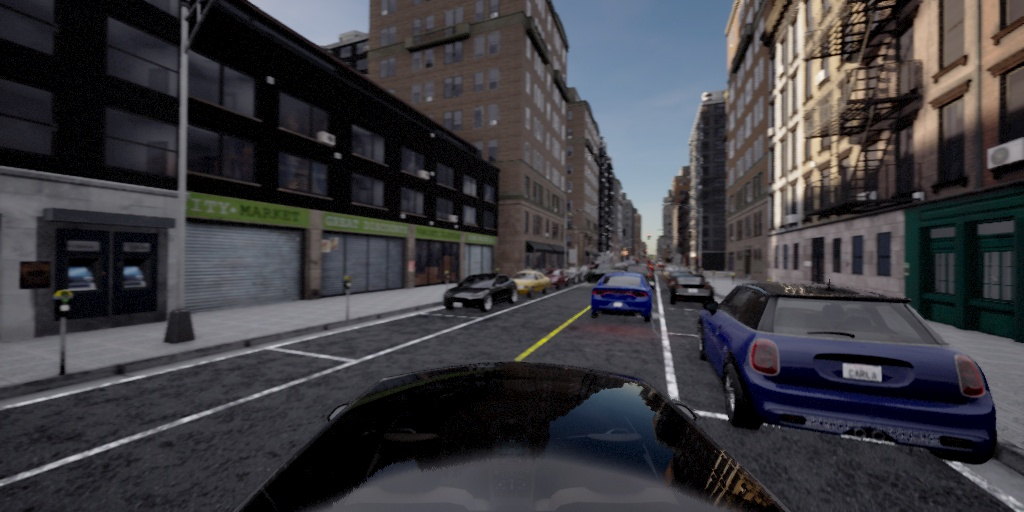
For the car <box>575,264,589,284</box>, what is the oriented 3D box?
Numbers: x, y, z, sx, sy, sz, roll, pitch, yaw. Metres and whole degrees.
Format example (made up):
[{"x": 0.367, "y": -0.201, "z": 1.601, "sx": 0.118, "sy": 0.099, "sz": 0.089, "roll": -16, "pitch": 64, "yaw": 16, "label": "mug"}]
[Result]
[{"x": 4.825, "y": 1.543, "z": 29.920, "sx": 2.007, "sy": 1.370, "sz": 4.403, "roll": 0, "pitch": 0, "yaw": 22, "label": "car"}]

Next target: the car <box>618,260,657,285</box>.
[{"x": 9.017, "y": 1.361, "z": 25.579, "sx": 2.097, "sy": 1.767, "sz": 4.553, "roll": 0, "pitch": -1, "yaw": 22, "label": "car"}]

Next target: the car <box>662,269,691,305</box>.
[{"x": 8.313, "y": 1.510, "z": 16.896, "sx": 1.948, "sy": 1.339, "sz": 4.313, "roll": 0, "pitch": 0, "yaw": 22, "label": "car"}]

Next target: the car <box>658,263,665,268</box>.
[{"x": 14.335, "y": 1.632, "z": 32.159, "sx": 1.751, "sy": 1.417, "sz": 4.829, "roll": 0, "pitch": 0, "yaw": 22, "label": "car"}]

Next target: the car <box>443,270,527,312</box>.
[{"x": -1.135, "y": 1.393, "z": 14.816, "sx": 1.948, "sy": 1.339, "sz": 4.313, "roll": 0, "pitch": 0, "yaw": 22, "label": "car"}]

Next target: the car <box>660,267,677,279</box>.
[{"x": 10.299, "y": 1.565, "z": 21.931, "sx": 1.948, "sy": 1.339, "sz": 4.313, "roll": 0, "pitch": 0, "yaw": 22, "label": "car"}]

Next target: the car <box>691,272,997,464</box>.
[{"x": 4.188, "y": 1.174, "z": 5.470, "sx": 2.097, "sy": 1.767, "sz": 4.553, "roll": 0, "pitch": 0, "yaw": 22, "label": "car"}]

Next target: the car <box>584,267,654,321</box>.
[{"x": 4.154, "y": 1.351, "z": 13.260, "sx": 1.882, "sy": 1.535, "sz": 5.008, "roll": 0, "pitch": 0, "yaw": 22, "label": "car"}]

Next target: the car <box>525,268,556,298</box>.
[{"x": 0.789, "y": 1.409, "z": 19.692, "sx": 1.751, "sy": 1.417, "sz": 4.829, "roll": 0, "pitch": 0, "yaw": 22, "label": "car"}]

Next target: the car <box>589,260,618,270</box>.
[{"x": 7.701, "y": 1.377, "z": 30.251, "sx": 2.097, "sy": 1.767, "sz": 4.553, "roll": 0, "pitch": 0, "yaw": 22, "label": "car"}]

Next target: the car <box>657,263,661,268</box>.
[{"x": 16.259, "y": 1.741, "z": 37.035, "sx": 1.802, "sy": 1.307, "sz": 4.207, "roll": 0, "pitch": 0, "yaw": 22, "label": "car"}]

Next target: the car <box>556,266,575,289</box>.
[{"x": 2.838, "y": 1.521, "z": 24.885, "sx": 1.802, "sy": 1.307, "sz": 4.207, "roll": 0, "pitch": 0, "yaw": 22, "label": "car"}]
